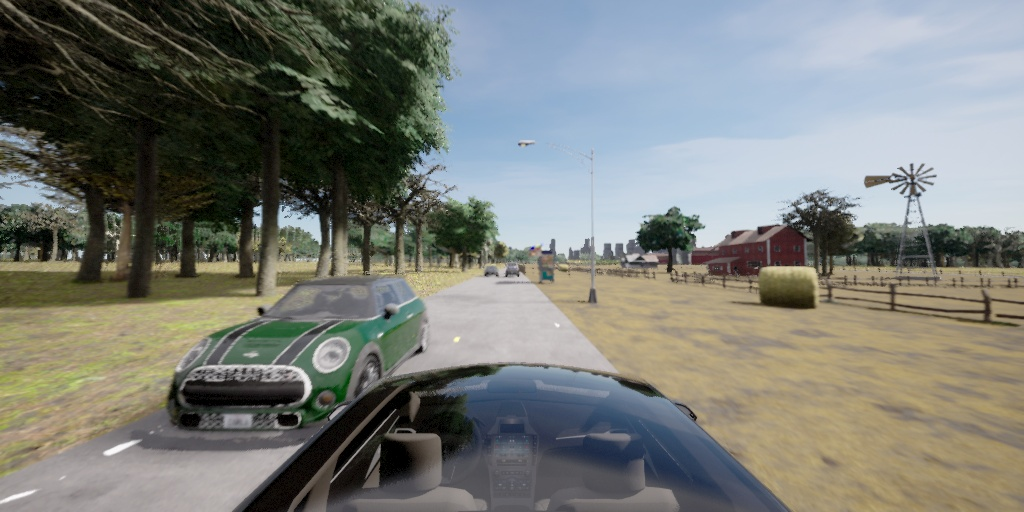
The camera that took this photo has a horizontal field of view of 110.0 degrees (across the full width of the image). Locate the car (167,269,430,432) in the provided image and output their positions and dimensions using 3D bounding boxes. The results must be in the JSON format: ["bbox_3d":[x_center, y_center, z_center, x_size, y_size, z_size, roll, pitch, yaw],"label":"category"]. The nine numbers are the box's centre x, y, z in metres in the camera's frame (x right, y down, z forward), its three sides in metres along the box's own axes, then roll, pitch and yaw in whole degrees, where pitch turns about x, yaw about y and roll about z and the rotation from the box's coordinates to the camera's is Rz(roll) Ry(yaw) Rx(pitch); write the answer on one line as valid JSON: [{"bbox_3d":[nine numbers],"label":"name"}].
[{"bbox_3d":[-2.848,1.145,5.978,2.097,1.767,4.553,0,-1,0],"label":"car"}]

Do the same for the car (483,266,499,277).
[{"bbox_3d":[-2.805,2.065,48.749,1.837,1.490,4.892,0,-2,0],"label":"car"}]

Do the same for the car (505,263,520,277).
[{"bbox_3d":[0.067,2.044,48.473,2.128,1.511,4.902,0,-1,0],"label":"car"}]

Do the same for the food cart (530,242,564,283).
[{"bbox_3d":[3.132,0.682,33.363,2.280,3.560,4.660,0,0,0],"label":"food cart"}]
